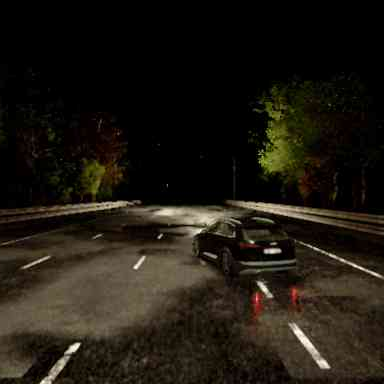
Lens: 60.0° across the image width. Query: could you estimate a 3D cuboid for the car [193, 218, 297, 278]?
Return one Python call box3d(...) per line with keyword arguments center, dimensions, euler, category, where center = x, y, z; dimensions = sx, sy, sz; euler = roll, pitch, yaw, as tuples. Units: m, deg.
box3d(center=(1.478, 1.616, 10.700), dimensions=(2.033, 1.649, 4.856), euler=(0, -1, -15), category="car")
